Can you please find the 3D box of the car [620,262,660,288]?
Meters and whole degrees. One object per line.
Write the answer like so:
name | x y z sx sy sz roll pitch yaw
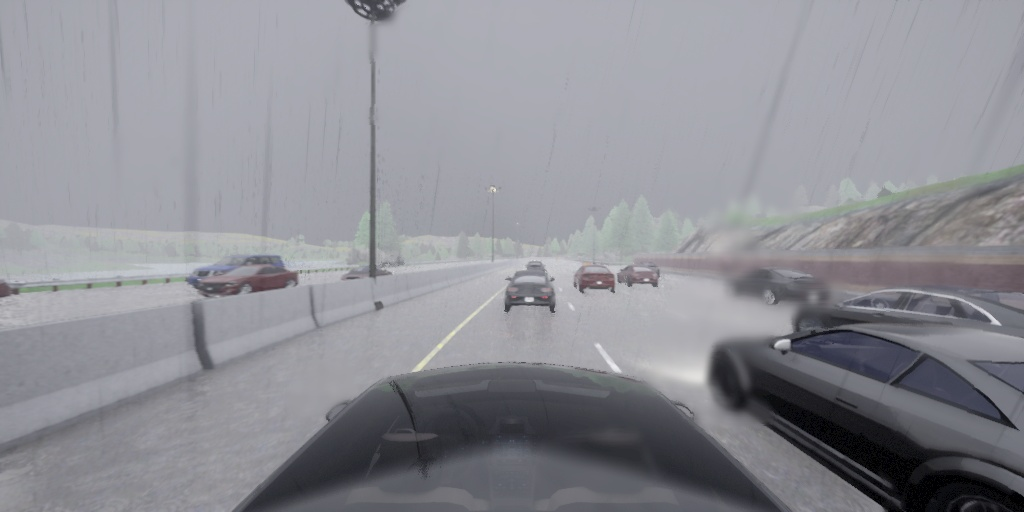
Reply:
car | 8.477 1.308 24.433 1.812 1.442 4.674 0 0 4

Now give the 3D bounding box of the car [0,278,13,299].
car | -20.679 1.215 12.133 1.812 1.442 4.674 0 0 4

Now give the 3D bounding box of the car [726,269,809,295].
car | 11.361 1.293 15.730 1.837 1.490 4.892 0 0 4

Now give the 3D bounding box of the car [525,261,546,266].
car | 2.351 1.271 36.093 1.837 1.490 4.892 0 0 4

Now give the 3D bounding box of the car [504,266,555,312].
car | 0.732 1.281 14.219 1.812 1.442 4.674 0 0 4

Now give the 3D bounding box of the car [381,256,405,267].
car | -17.531 0.718 52.930 2.097 1.767 4.553 0 0 4

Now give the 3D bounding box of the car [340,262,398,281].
car | -9.350 1.291 23.299 1.994 1.385 4.181 0 0 4

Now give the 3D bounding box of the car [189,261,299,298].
car | -13.230 1.191 18.424 1.882 1.535 5.008 0 0 4

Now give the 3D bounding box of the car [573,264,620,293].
car | 4.738 1.247 21.170 1.882 1.535 5.008 0 0 4

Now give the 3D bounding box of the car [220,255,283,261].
car | -16.466 0.926 22.019 2.150 2.045 5.566 0 0 4

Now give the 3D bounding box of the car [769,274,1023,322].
car | 7.282 1.265 6.206 2.128 1.511 4.902 0 0 2

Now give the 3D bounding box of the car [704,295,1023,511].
car | 3.713 1.326 3.403 1.994 1.385 4.181 0 0 1
